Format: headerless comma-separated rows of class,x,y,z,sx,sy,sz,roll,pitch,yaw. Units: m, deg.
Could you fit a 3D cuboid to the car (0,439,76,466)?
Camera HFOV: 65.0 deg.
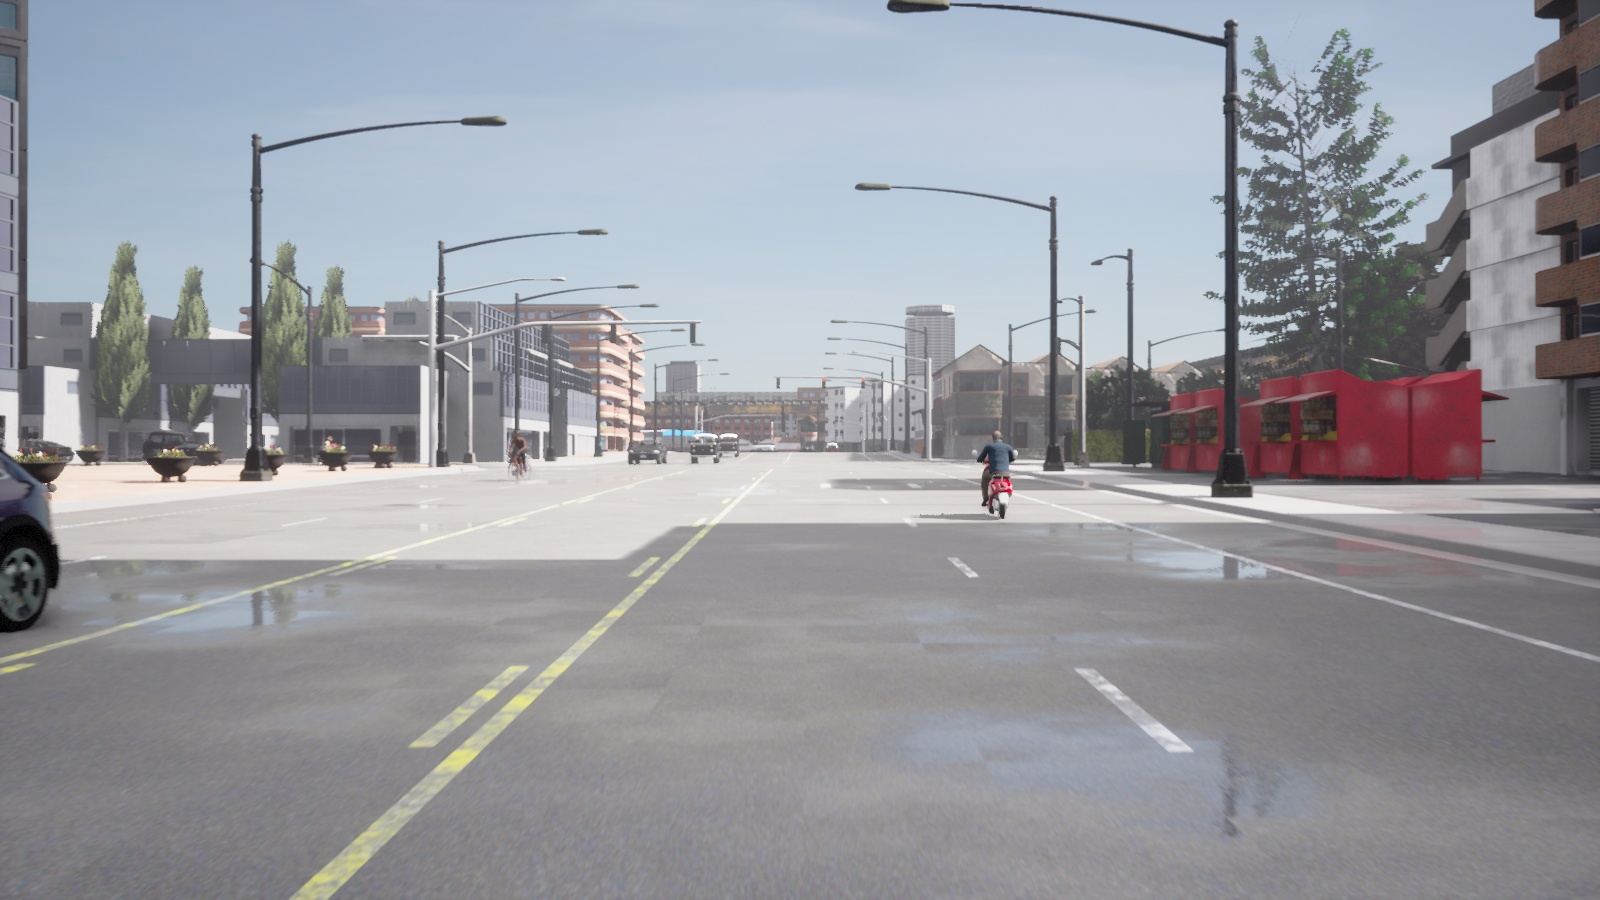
car,-42.397,0.141,68.441,4.892,1.490,1.837,0,0,2

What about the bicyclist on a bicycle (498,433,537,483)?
bicyclist on a bicycle,-9.306,0.244,41.397,0.582,1.620,1.656,0,1,14

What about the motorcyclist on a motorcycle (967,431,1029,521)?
motorcyclist on a motorcycle,3.650,0.455,23.310,0.866,1.590,1.817,0,1,0

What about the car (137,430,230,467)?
car,-31.745,-0.073,64.755,3.866,1.878,1.905,0,0,1

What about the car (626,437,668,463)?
car,-10.008,-0.024,82.495,2.152,1.651,5.027,0,0,0

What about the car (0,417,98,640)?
car,-6.938,0.591,8.134,2.033,1.649,4.856,0,1,0

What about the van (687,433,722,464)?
van,-6.489,-0.079,85.793,2.069,2.038,4.480,0,0,0
